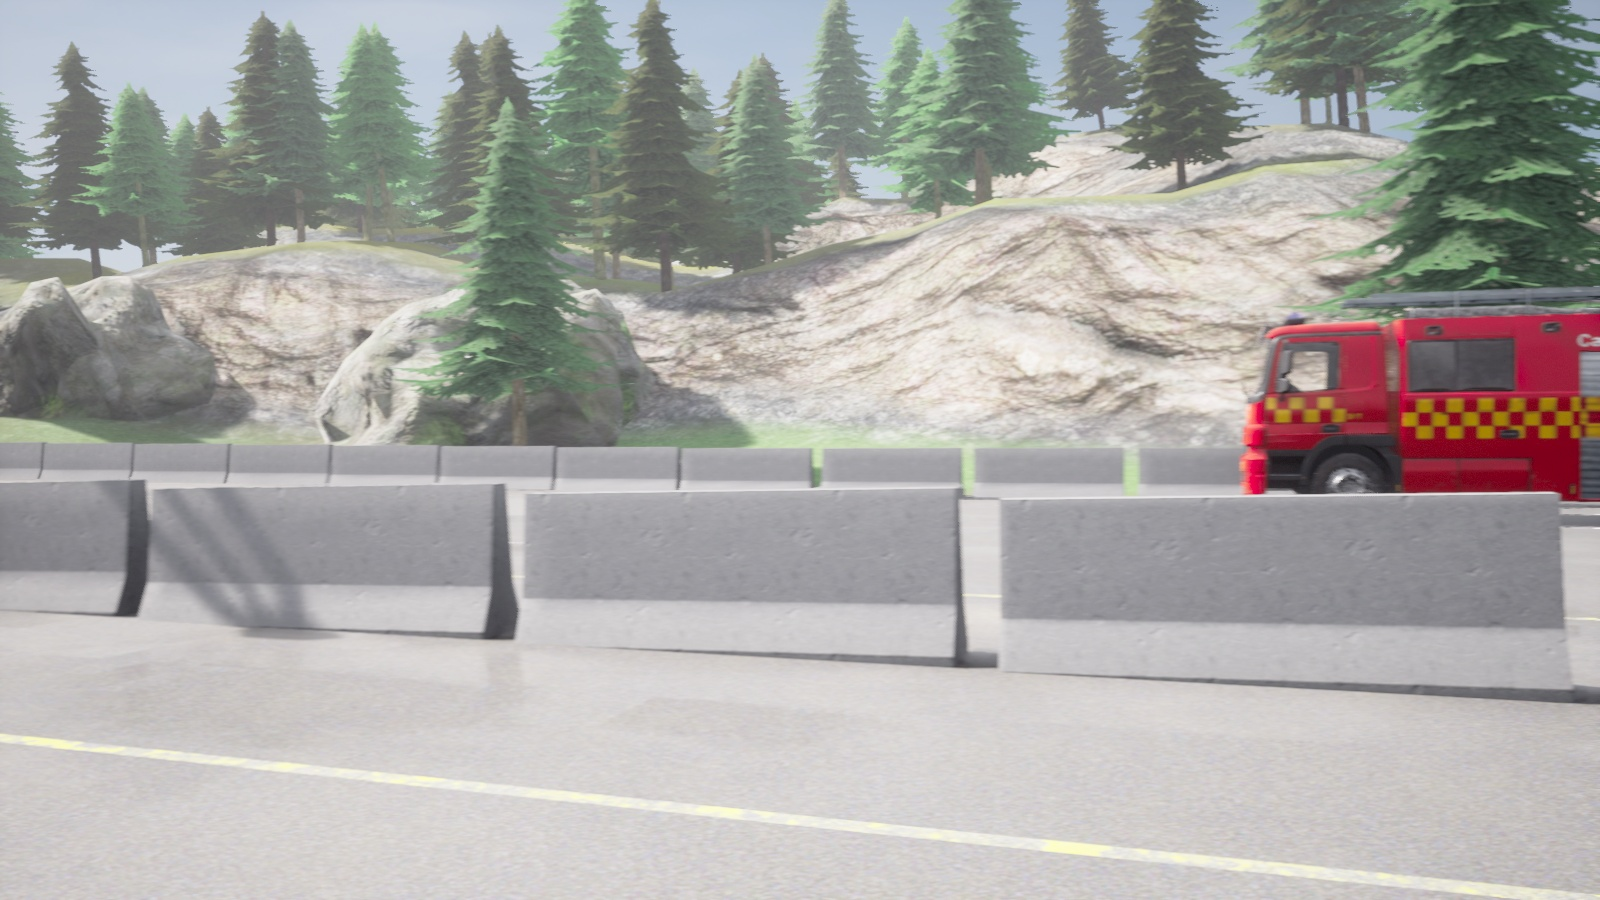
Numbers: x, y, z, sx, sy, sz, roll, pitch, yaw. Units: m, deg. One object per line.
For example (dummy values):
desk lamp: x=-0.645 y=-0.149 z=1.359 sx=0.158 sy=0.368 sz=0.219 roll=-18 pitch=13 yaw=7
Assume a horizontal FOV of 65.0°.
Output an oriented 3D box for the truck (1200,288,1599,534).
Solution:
truck: x=11.340 y=-0.640 z=21.515 sx=8.468 sy=3.827 sz=2.891 roll=0 pitch=1 yaw=19
